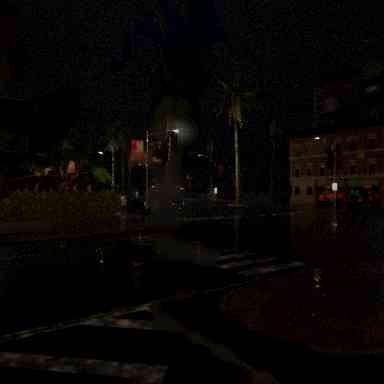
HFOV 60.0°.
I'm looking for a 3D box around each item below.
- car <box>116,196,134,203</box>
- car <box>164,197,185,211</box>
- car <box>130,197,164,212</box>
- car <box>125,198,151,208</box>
[{"bbox_3d":[-13.861,1.521,68.716,1.812,1.442,4.674,0,0,-39],"label":"car"},{"bbox_3d":[-2.729,1.352,40.929,2.097,1.767,4.553,0,0,-35],"label":"car"},{"bbox_3d":[-5.563,1.352,38.869,2.097,1.767,4.553,0,0,-35],"label":"car"},{"bbox_3d":[-7.898,1.600,48.287,1.895,1.301,4.718,0,0,-35],"label":"car"}]
